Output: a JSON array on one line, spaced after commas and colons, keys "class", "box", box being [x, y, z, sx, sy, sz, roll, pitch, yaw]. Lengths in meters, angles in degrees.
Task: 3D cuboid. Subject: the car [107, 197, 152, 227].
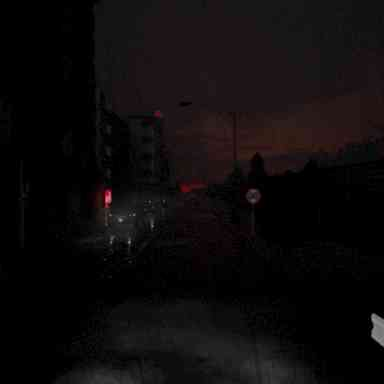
[{"class": "car", "box": [-4.103, 1.329, 21.536, 2.128, 1.511, 4.902, 0, 0, 0]}]

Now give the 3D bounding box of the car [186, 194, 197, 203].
[{"class": "car", "box": [-0.013, 1.097, 56.890, 1.812, 1.442, 4.674, 0, 0, 0]}]

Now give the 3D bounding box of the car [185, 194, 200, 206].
[{"class": "car", "box": [0.086, 1.124, 46.896, 1.882, 1.535, 5.008, 0, 0, 0]}]

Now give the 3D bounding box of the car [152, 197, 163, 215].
[{"class": "car", "box": [-4.099, 1.368, 30.820, 1.895, 1.301, 4.718, 0, 0, 0]}]

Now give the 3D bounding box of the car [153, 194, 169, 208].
[{"class": "car", "box": [-4.065, 1.044, 40.865, 2.097, 1.767, 4.553, 0, 0, 0]}]
